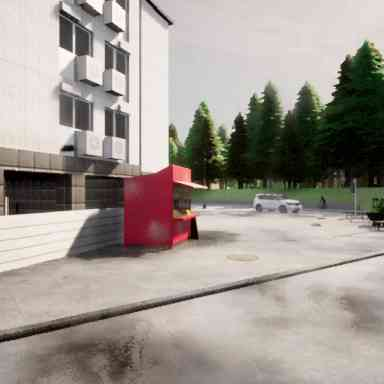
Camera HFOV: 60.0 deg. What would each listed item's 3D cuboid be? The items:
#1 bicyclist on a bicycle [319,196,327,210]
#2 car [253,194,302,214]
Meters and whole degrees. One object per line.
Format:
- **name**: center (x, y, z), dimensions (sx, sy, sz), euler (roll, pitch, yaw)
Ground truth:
- **bicyclist on a bicycle**: center (15.947, 1.349, 40.536), dimensions (1.656, 1.620, 0.582), euler (0, 0, -35)
- **car**: center (9.057, 1.222, 35.744), dimensions (2.150, 2.045, 5.566), euler (0, 0, -35)
